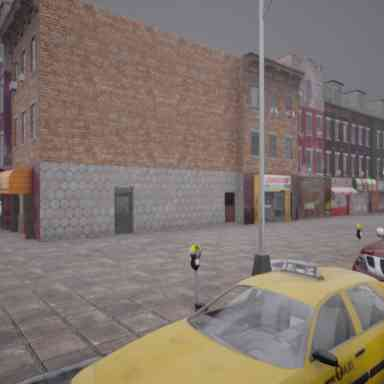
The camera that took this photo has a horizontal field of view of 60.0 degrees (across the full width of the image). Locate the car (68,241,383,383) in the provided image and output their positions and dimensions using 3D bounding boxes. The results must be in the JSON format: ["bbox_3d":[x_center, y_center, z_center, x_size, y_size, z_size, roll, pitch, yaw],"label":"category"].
[{"bbox_3d":[1.054,1.525,3.656,4.829,1.417,1.752,0,0,-39],"label":"car"}]

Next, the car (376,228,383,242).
[{"bbox_3d":[5.444,1.314,7.168,5.009,1.841,2.192,0,0,-39],"label":"car"}]
